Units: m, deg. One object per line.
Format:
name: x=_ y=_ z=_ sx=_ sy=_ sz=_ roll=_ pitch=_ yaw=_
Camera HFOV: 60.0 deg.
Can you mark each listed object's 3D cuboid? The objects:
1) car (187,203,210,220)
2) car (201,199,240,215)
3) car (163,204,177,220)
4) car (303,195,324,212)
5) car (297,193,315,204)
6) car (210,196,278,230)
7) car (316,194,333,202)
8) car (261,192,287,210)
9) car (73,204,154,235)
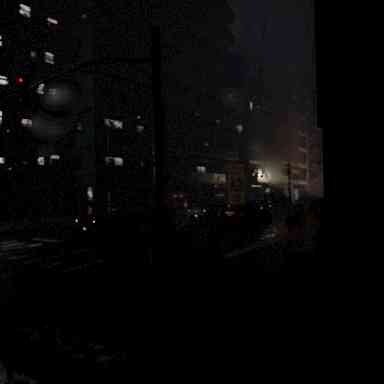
car: x=1.612 y=1.520 z=27.512 sx=1.895 sy=1.301 sz=4.718 roll=-2 pitch=-1 yaw=36
car: x=2.966 y=1.489 z=33.769 sx=2.008 sy=1.369 sz=4.403 roll=-1 pitch=0 yaw=36
car: x=-3.046 y=1.565 z=25.650 sx=1.887 sy=1.381 sz=4.507 roll=-1 pitch=0 yaw=36
car: x=13.073 y=1.248 z=33.427 sx=1.947 sy=1.339 sz=4.313 roll=-1 pitch=0 yaw=36
car: x=19.609 y=1.033 z=56.683 sx=2.192 sy=1.841 sz=5.009 roll=-1 pitch=0 yaw=36
car: x=3.174 y=1.254 z=19.617 sx=1.967 sy=1.590 sz=4.097 roll=-1 pitch=0 yaw=36
car: x=26.274 y=1.184 z=65.847 sx=2.008 sy=1.369 sz=4.403 roll=-1 pitch=0 yaw=36
car: x=8.950 y=1.042 z=37.602 sx=2.150 sy=2.045 sz=5.566 roll=-2 pitch=-1 yaw=36
car: x=-4.378 y=1.602 z=19.240 sx=1.895 sy=1.301 sz=4.718 roll=-2 pitch=-1 yaw=35
